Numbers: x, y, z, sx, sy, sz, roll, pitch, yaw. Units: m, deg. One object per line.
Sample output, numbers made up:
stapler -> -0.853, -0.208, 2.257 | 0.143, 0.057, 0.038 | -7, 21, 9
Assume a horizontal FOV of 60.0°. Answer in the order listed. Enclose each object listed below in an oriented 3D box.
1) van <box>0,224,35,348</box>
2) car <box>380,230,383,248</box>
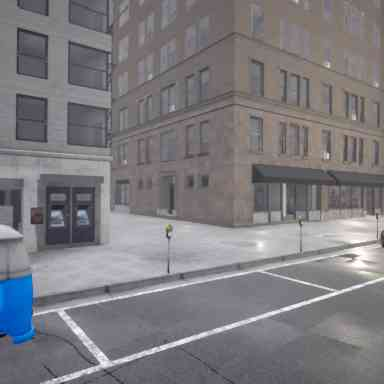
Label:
van -> -4.006, 1.341, 3.892 | 3.998, 1.788, 1.690 | 0, 1, -36
car -> 9.373, 1.581, 13.457 | 4.313, 1.339, 1.947 | 0, 1, -36
